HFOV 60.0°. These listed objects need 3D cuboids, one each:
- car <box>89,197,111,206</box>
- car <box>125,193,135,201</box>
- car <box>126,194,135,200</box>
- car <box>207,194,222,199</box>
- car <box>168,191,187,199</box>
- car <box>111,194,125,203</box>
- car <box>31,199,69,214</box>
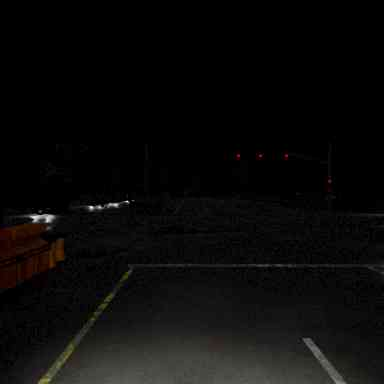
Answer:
[{"bbox_3d":[-14.088,1.383,50.276,1.994,1.385,4.181,0,0,0],"label":"car"},{"bbox_3d":[-14.038,1.090,70.850,2.097,1.767,4.553,0,0,0],"label":"car"},{"bbox_3d":[-14.986,1.194,80.887,1.837,1.490,4.892,0,0,-6],"label":"car"},{"bbox_3d":[6.899,1.178,94.734,2.033,1.411,5.357,0,0,-18],"label":"car"},{"bbox_3d":[-4.271,0.854,95.288,2.150,2.045,5.566,0,0,-22],"label":"car"},{"bbox_3d":[-14.058,1.378,60.398,1.895,1.301,4.718,0,0,0],"label":"car"},{"bbox_3d":[-14.096,1.436,33.521,2.033,1.411,5.357,0,0,0],"label":"car"}]
